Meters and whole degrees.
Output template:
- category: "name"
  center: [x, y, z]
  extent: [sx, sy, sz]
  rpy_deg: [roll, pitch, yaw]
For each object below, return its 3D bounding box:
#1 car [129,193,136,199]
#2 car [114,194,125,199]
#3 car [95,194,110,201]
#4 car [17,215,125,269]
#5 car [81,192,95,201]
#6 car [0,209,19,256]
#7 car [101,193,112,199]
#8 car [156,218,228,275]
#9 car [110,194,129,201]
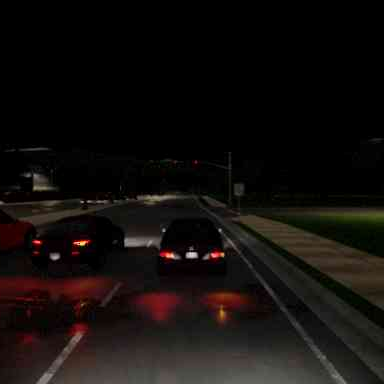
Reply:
- category: "car"
  center: [-16.347, 1.098, 90.850]
  extent: [1.882, 1.535, 5.008]
  rpy_deg: [0, 0, 0]
- category: "car"
  center: [-19.847, 1.173, 90.843]
  extent: [1.994, 1.385, 4.181]
  rpy_deg: [0, 0, 0]
- category: "car"
  center: [-19.837, 1.317, 75.205]
  extent: [1.895, 1.301, 4.718]
  rpy_deg: [0, 0, 0]
- category: "car"
  center: [-3.505, 1.485, 10.936]
  extent: [1.812, 1.442, 4.674]
  rpy_deg: [0, 0, 1]
- category: "car"
  center: [-23.337, 0.947, 75.184]
  extent: [2.150, 2.045, 5.566]
  rpy_deg: [0, 0, 0]
- category: "car"
  center: [-7.000, 1.311, 10.985]
  extent: [2.097, 1.767, 4.553]
  rpy_deg: [0, 0, 0]
- category: "car"
  center: [-23.347, 1.145, 90.833]
  extent: [1.812, 1.442, 4.674]
  rpy_deg: [0, 0, 0]
- category: "car"
  center: [-0.001, 1.508, 10.229]
  extent: [2.033, 1.411, 5.357]
  rpy_deg: [0, 0, 0]
- category: "car"
  center: [-16.337, 1.262, 75.248]
  extent: [2.033, 1.411, 5.357]
  rpy_deg: [0, 0, 0]
